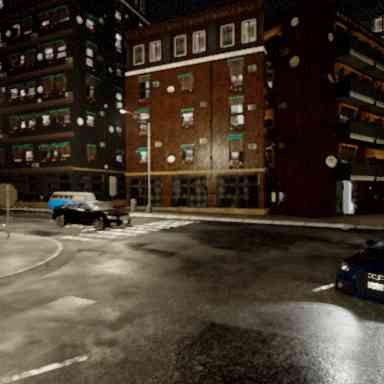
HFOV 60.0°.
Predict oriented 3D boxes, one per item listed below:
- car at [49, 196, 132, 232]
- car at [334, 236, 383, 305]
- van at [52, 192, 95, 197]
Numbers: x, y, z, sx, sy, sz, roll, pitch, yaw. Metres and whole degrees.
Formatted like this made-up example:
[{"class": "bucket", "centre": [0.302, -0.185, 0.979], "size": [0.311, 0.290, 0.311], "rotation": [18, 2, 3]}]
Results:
[{"class": "car", "centre": [-5.503, 1.215, 18.158], "size": [4.902, 1.511, 2.128], "rotation": [1, 1, 30]}, {"class": "car", "centre": [5.026, 1.575, 7.377], "size": [4.181, 1.385, 1.994], "rotation": [0, 0, -36]}, {"class": "van", "centre": [-9.659, 0.912, 26.757], "size": [3.998, 1.788, 1.690], "rotation": [1, 0, 25]}]
